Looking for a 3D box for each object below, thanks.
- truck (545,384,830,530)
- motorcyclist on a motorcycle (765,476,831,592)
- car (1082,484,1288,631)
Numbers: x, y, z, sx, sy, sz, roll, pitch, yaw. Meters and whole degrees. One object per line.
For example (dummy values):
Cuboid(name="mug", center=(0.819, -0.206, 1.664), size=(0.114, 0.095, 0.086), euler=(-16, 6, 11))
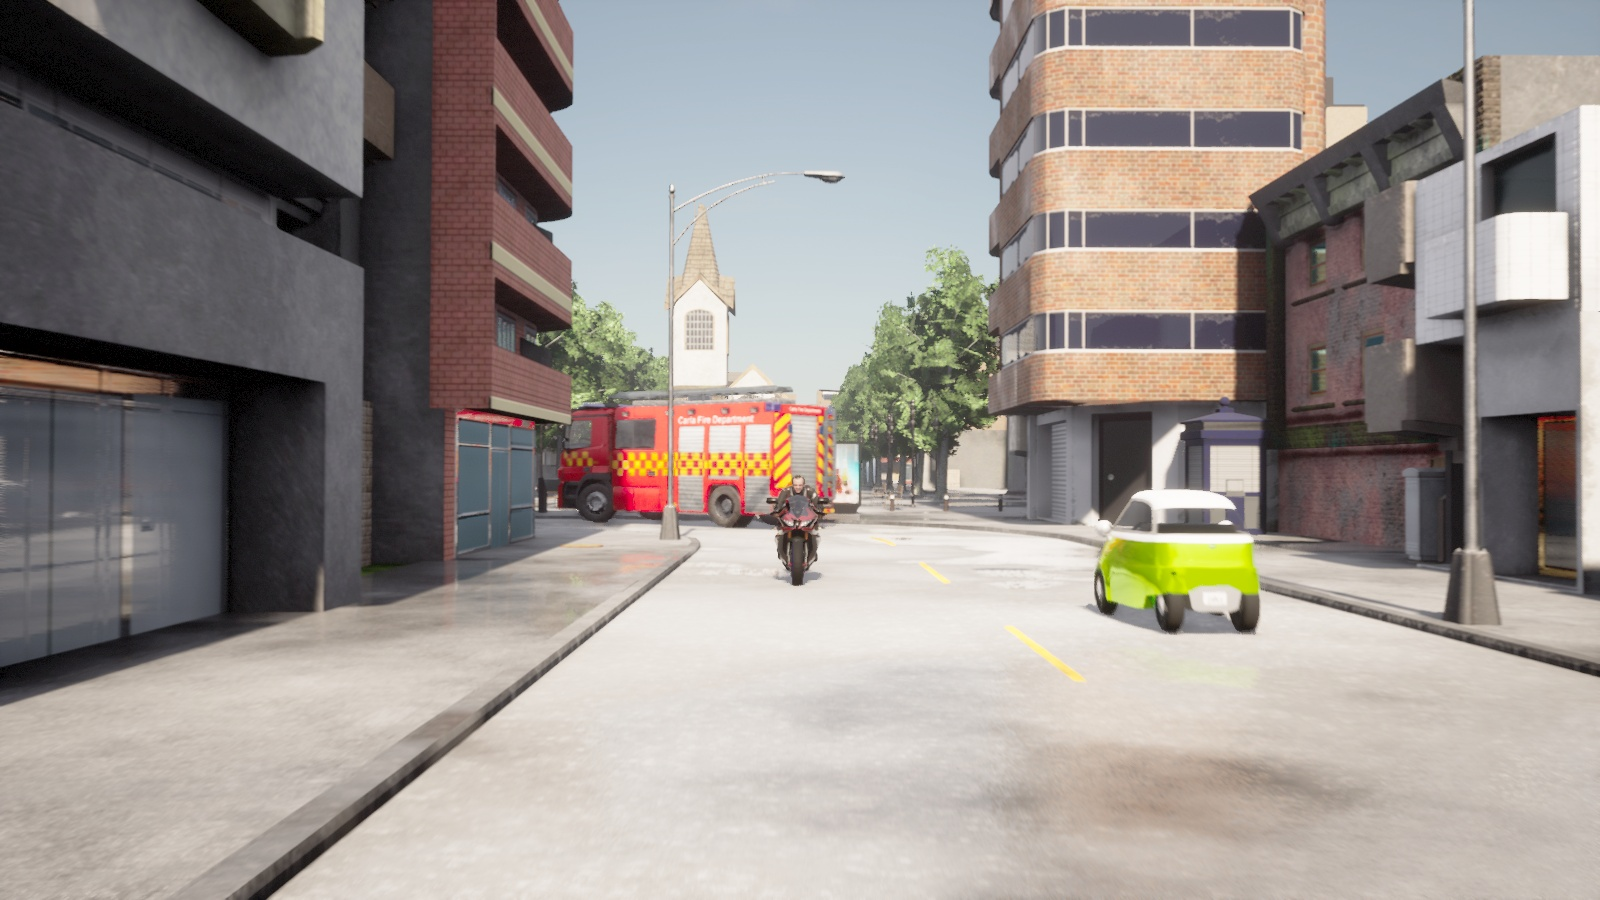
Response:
Cuboid(name="truck", center=(-3.432, 0.255, 36.582), size=(8.468, 3.827, 2.891), euler=(-1, -1, 36))
Cuboid(name="motorcyclist on a motorcycle", center=(-0.020, 1.136, 17.799), size=(0.866, 1.530, 2.191), euler=(0, -1, 0))
Cuboid(name="car", center=(3.965, 1.066, 13.221), size=(1.481, 1.376, 2.207), euler=(0, -1, 0))
